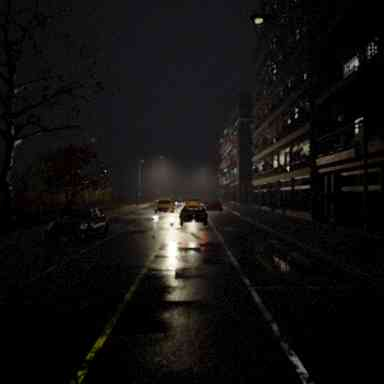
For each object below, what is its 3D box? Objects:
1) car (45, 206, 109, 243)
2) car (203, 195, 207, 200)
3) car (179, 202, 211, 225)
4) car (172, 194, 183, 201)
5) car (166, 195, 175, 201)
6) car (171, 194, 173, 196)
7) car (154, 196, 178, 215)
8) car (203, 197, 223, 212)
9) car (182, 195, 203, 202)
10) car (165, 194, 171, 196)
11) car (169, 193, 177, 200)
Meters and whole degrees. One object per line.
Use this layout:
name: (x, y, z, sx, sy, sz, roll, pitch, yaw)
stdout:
car: (-5.305, 1.446, 15.797, 1.967, 1.590, 4.097, 1, 0, 0)
car: (2.575, 1.571, 49.338, 2.008, 1.369, 4.403, 1, 0, 0)
car: (0.101, 1.610, 24.076, 1.895, 1.301, 4.718, 0, 0, 0)
car: (-2.748, 1.476, 75.662, 2.128, 1.511, 4.902, 0, 0, 0)
car: (-5.304, 1.584, 82.233, 2.008, 1.369, 4.403, 1, 0, 0)
car: (-5.302, 1.346, 76.697, 2.192, 1.841, 5.009, 1, 0, 0)
car: (-2.845, 1.491, 34.993, 1.882, 1.535, 5.008, 0, 0, 0)
car: (2.575, 1.597, 38.248, 1.802, 1.307, 4.206, 1, 0, 0)
car: (0.102, 1.494, 41.850, 1.882, 1.535, 5.008, 0, 0, 0)
car: (-5.303, 1.464, 60.088, 1.967, 1.590, 4.097, 1, 0, 0)
car: (-5.301, 1.353, 93.305, 2.192, 1.841, 5.009, 1, 0, 0)
